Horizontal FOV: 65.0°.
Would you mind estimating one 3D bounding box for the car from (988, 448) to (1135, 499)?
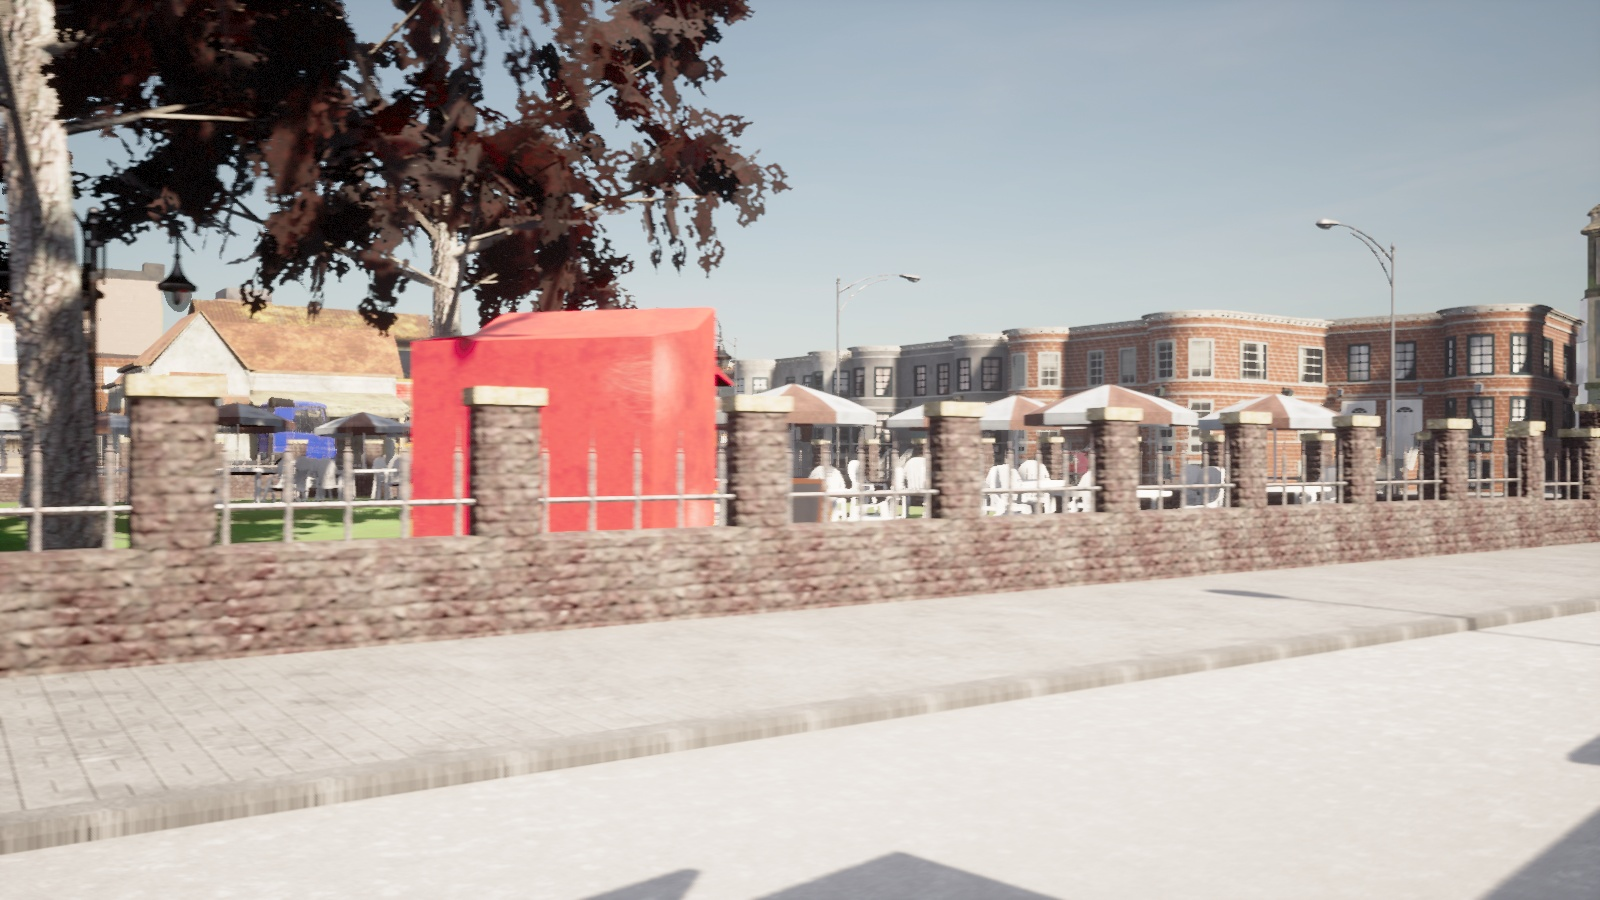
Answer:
[{"bbox_3d":[8.863,0.761,42.978,2.033,1.649,4.856,0,0,-35],"label":"car"}]

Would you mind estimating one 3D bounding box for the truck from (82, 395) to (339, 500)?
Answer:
[{"bbox_3d":[-20.930,-0.083,44.831,7.936,3.462,2.891,0,0,-35],"label":"truck"}]
